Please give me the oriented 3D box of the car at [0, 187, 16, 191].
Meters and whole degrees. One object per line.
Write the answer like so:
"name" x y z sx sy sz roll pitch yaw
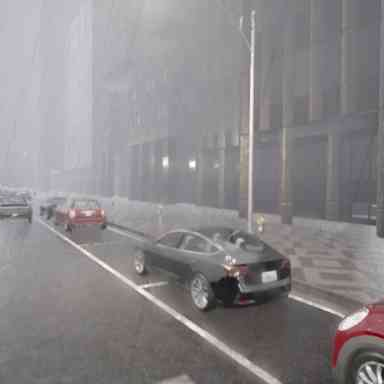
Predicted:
"car" -19.919 0.513 34.560 2.128 1.511 4.902 0 1 -32

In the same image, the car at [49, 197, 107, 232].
"car" -5.799 1.003 16.989 1.967 1.590 4.097 0 1 -32

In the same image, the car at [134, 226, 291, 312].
"car" 0.205 1.406 7.360 1.947 1.339 4.313 0 1 -32

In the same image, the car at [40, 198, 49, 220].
"car" -8.803 0.990 21.809 1.947 1.339 4.313 0 1 -32

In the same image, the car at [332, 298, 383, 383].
"car" 3.209 1.420 2.540 1.967 1.590 4.097 0 1 -32

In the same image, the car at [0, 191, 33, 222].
"car" -10.539 0.947 19.486 2.128 1.511 4.902 0 2 -32

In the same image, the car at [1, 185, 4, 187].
"car" -35.918 -0.295 65.302 1.752 1.417 4.829 0 1 -32

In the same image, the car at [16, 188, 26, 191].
"car" -20.815 0.454 41.076 1.802 1.307 4.206 0 1 -32
